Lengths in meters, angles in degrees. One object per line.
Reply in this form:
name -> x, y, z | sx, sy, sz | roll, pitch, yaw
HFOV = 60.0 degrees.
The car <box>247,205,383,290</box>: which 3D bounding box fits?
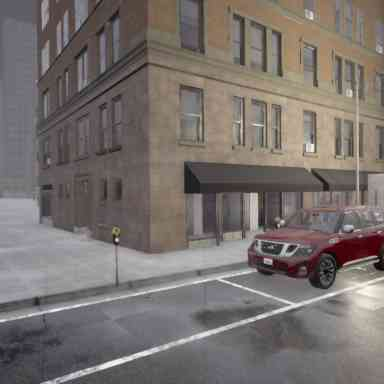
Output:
car -> 3.829, 1.313, 9.286 | 5.009, 1.841, 2.192 | 0, -1, -36
